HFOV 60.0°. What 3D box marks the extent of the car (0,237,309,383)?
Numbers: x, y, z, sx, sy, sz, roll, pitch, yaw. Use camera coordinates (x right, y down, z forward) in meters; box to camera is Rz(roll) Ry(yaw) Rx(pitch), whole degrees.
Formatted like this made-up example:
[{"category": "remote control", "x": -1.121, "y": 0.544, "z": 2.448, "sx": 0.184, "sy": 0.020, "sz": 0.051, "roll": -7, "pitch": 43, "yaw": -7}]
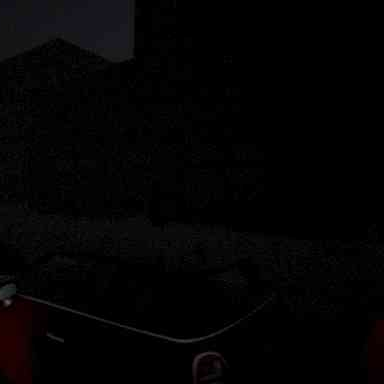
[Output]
[{"category": "car", "x": -1.078, "y": 1.358, "z": 4.084, "sx": 4.553, "sy": 1.767, "sz": 2.185, "roll": 0, "pitch": 0, "yaw": 35}]
